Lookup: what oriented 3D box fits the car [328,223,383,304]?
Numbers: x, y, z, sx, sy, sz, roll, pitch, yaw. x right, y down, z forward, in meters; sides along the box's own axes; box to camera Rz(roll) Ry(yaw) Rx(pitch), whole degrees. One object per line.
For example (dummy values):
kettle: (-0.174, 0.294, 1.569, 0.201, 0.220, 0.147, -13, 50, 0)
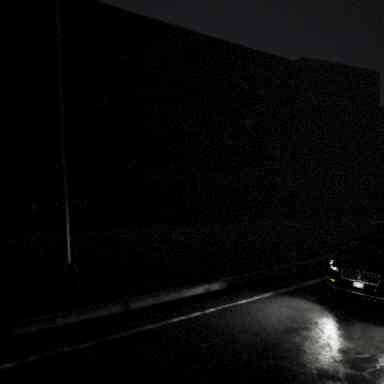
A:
car: (5.073, 1.438, 7.594, 4.892, 1.490, 1.837, -1, 1, -35)
